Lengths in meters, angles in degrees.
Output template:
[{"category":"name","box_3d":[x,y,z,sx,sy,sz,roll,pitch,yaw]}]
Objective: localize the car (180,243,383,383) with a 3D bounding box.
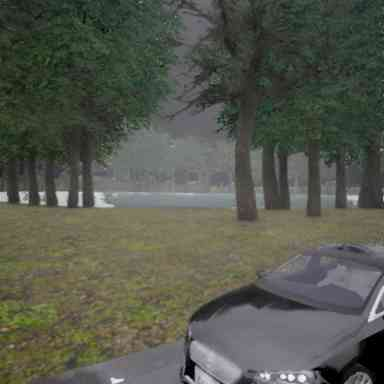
[{"category":"car","box_3d":[2.151,1.542,4.531,4.902,1.511,2.128,0,1,-35]}]
